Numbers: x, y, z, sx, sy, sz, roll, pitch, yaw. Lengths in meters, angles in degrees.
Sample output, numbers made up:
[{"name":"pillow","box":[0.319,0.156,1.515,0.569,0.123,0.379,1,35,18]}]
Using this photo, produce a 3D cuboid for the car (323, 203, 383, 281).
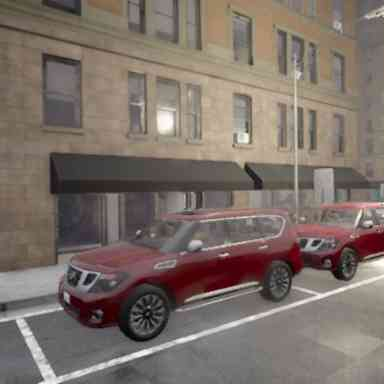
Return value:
[{"name":"car","box":[4.585,1.260,9.819,5.009,1.841,2.192,0,0,-36]}]

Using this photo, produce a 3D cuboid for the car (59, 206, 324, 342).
[{"name":"car","box":[0.103,1.293,6.618,5.009,1.841,2.192,0,0,-36]}]
